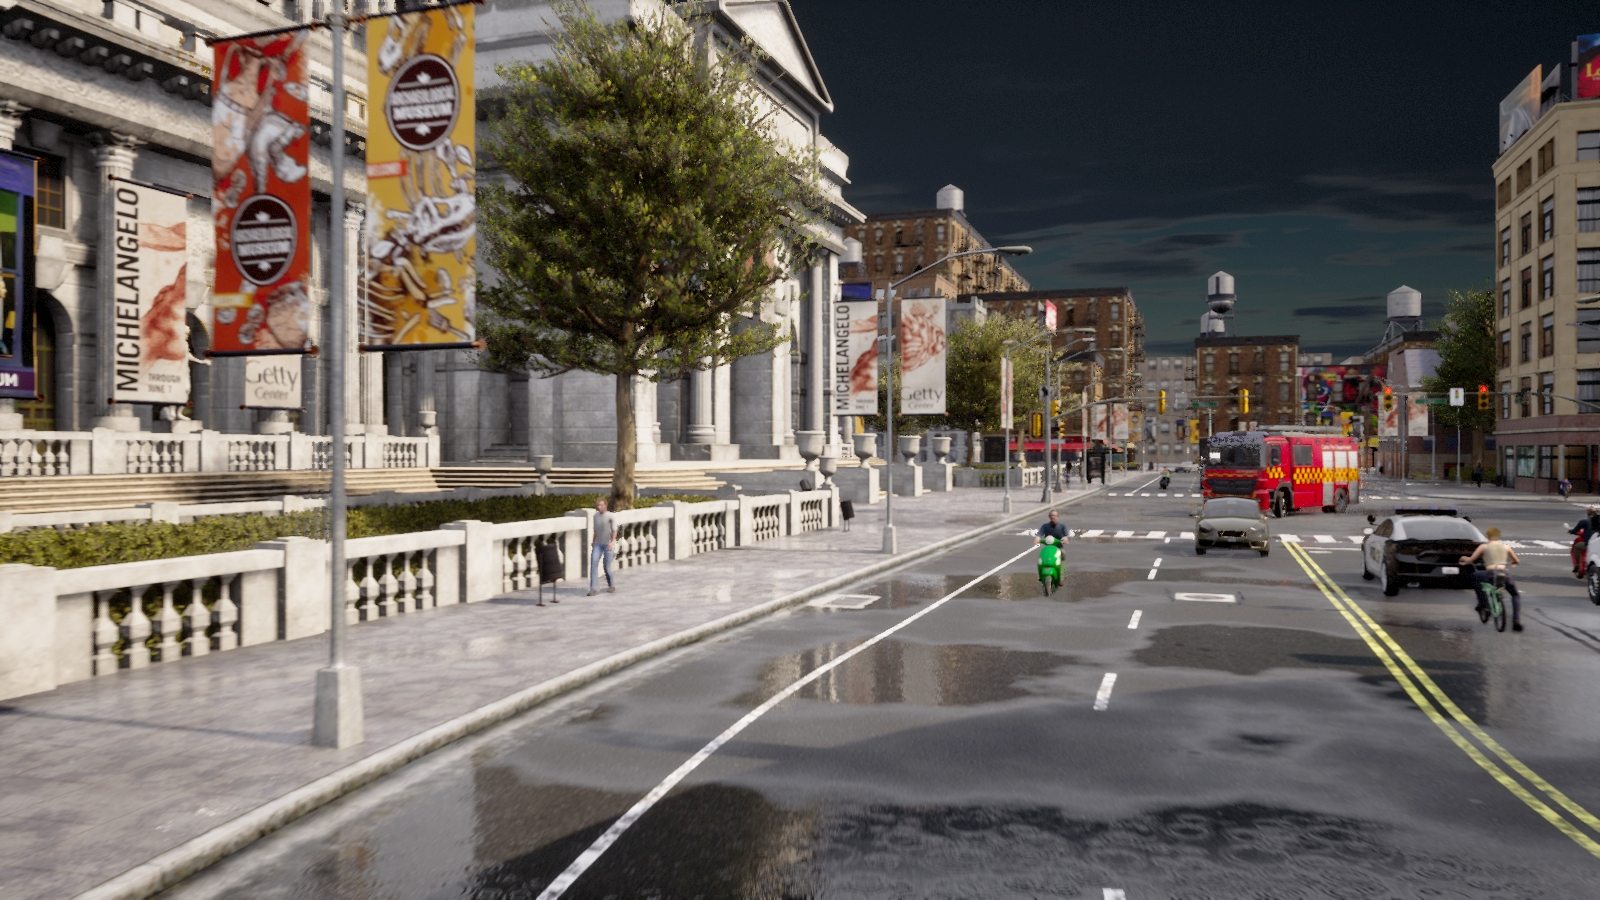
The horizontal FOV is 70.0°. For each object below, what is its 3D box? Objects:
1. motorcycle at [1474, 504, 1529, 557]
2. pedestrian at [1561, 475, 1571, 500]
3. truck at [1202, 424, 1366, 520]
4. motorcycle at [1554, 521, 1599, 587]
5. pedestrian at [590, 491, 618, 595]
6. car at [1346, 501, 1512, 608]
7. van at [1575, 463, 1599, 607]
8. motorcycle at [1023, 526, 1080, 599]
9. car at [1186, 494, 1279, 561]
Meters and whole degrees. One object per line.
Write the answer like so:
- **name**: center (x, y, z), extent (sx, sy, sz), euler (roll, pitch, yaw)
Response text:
- **motorcycle**: center (19.195, 2.173, 31.298), extent (0.764, 1.277, 2.356), euler (0, 0, 18)
- **pedestrian**: center (40.766, 1.984, 60.817), extent (0.375, 1.300, 0.375), euler (0, 0, 19)
- **truck**: center (21.017, 0.894, 49.351), extent (8.468, 3.827, 2.891), euler (0, 0, -39)
- **motorcycle**: center (16.686, 2.185, 24.143), extent (0.856, 1.236, 1.805), euler (0, 0, 20)
- **pedestrian**: center (-3.584, 1.697, 20.885), extent (0.375, 1.860, 0.375), euler (0, 0, 20)
- **car**: center (12.518, 1.985, 23.117), extent (2.097, 1.638, 5.238), euler (0, 0, 19)
- **van**: center (14.804, 1.537, 18.743), extent (1.988, 2.561, 5.915), euler (0, 0, 19)
- **motorcycle**: center (4.955, 2.183, 22.427), extent (0.856, 1.236, 1.805), euler (0, 0, 20)
- **car**: center (11.965, 2.063, 31.656), extent (2.231, 1.480, 4.892), euler (0, 0, 20)
